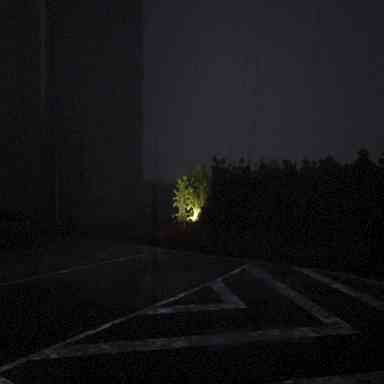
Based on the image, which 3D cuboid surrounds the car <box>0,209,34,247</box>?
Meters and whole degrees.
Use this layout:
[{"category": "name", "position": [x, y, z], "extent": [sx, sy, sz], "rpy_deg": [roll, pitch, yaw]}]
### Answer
[{"category": "car", "position": [-8.487, 1.483, 13.030], "extent": [1.851, 1.617, 3.988], "rpy_deg": [0, 0, 35]}]

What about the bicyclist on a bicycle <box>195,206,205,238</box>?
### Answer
[{"category": "bicyclist on a bicycle", "position": [0.600, 1.515, 16.052], "extent": [0.582, 1.620, 1.656], "rpy_deg": [-1, 4, -44]}]
